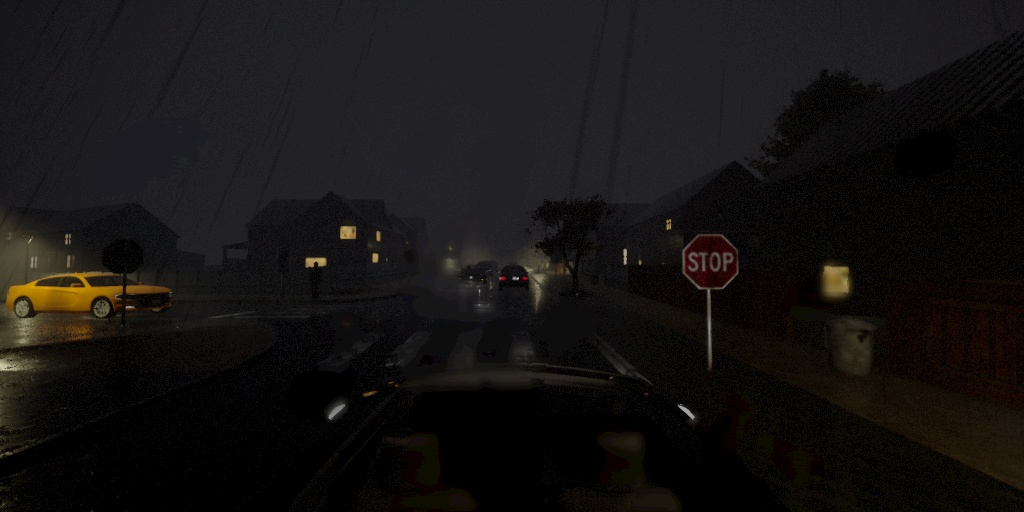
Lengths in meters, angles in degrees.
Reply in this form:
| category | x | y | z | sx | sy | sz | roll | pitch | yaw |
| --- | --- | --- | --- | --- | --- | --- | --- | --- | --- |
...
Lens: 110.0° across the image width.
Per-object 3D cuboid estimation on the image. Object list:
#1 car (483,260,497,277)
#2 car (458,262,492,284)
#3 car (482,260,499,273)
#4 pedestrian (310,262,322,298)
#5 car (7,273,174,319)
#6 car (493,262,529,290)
| category | x | y | z | sx | sy | sz | roll | pitch | yaw |
| --- | --- | --- | --- | --- | --- | --- | --- | --- | --- |
| car | -2.802 | 1.311 | 36.813 | 1.837 | 1.490 | 4.892 | 0 | 0 | 0 |
| car | -2.824 | 1.346 | 27.117 | 1.994 | 1.385 | 4.181 | 0 | 0 | -1 |
| car | -2.788 | 1.321 | 46.948 | 1.882 | 1.535 | 5.008 | 0 | 0 | 0 |
| pedestrian | -9.892 | 1.190 | 18.039 | 0.375 | 1.860 | 0.375 | 0 | -2 | 5 |
| car | -14.867 | 1.356 | 12.782 | 5.008 | 1.535 | 1.882 | -1 | -2 | 7 |
| car | 0.115 | 1.324 | 22.604 | 2.033 | 1.411 | 5.357 | 0 | 0 | 0 |
